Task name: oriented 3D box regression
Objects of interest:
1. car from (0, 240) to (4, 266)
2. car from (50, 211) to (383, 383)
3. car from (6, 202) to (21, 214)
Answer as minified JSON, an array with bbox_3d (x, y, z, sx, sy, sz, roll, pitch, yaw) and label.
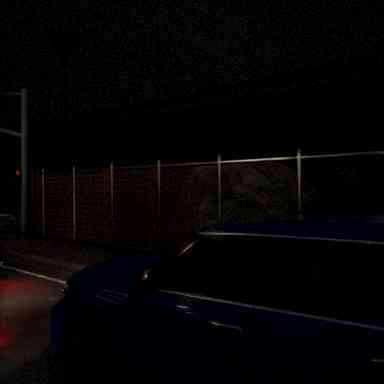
[{"bbox_3d":[-7.080,1.491,9.039,4.902,1.511,2.128,0,0,33],"label":"car"},{"bbox_3d":[0.935,1.221,3.323,5.566,2.045,2.150,0,0,35],"label":"car"},{"bbox_3d":[-17.340,1.560,35.796,1.837,1.490,4.892,0,0,35],"label":"car"}]
